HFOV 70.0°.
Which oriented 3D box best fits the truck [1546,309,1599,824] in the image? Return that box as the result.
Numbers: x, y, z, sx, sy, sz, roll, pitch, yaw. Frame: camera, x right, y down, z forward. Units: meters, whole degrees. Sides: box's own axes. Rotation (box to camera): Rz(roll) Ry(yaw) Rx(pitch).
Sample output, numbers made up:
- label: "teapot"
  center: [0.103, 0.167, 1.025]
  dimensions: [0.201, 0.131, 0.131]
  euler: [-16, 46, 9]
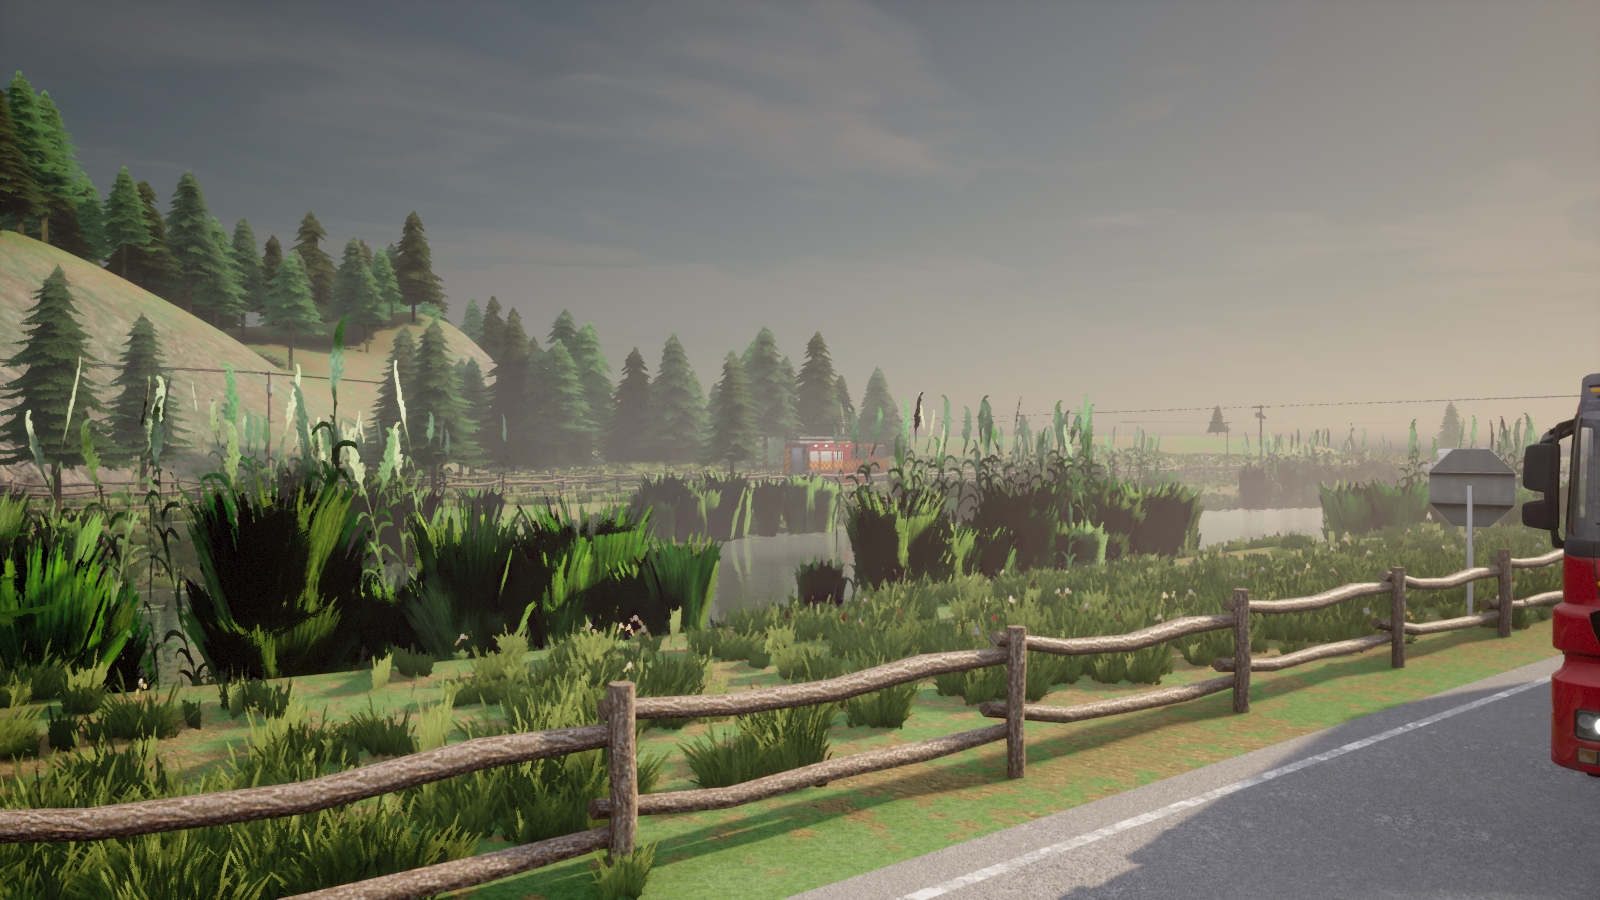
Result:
- label: "truck"
  center: [9.557, 0.862, 10.963]
  dimensions: [2.891, 3.827, 8.468]
  euler: [0, 0, 41]
